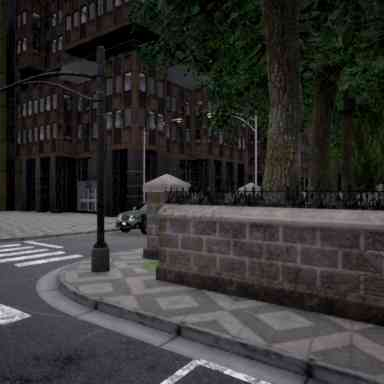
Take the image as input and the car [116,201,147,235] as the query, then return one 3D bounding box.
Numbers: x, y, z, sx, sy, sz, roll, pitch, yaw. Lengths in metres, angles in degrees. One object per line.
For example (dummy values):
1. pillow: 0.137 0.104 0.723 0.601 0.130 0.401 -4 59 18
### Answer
1. car: -2.441 1.584 22.039 2.150 2.045 5.566 0 -1 35
